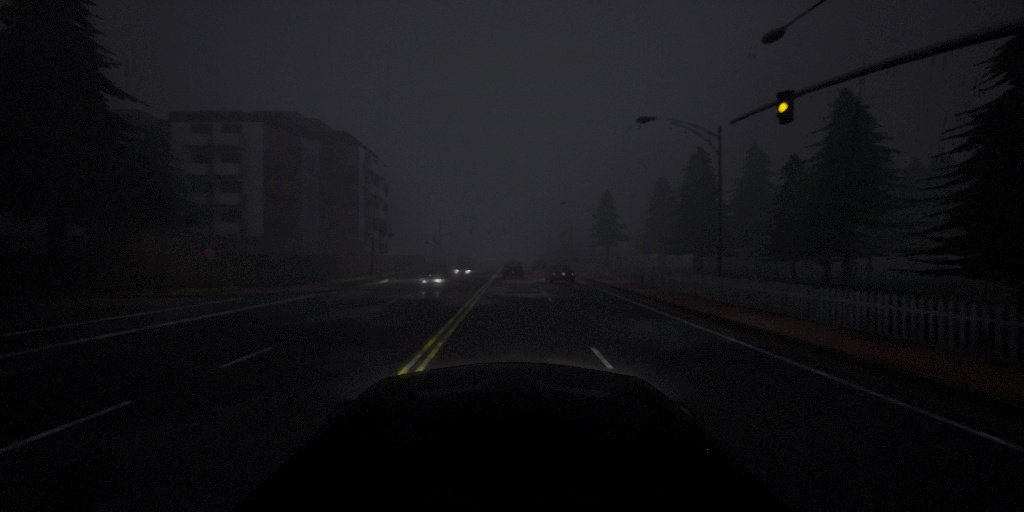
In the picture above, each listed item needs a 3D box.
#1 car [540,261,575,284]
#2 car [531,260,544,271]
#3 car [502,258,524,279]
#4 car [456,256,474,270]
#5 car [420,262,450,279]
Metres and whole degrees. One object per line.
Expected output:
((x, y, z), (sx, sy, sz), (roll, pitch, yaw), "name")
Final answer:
((3.573, 1.295, 27.266), (2.033, 1.411, 5.357), (0, 0, 0), "car")
((3.591, 1.235, 48.035), (2.128, 1.511, 4.902), (0, 0, 0), "car")
((0.090, 1.228, 32.064), (1.882, 1.535, 5.008), (0, 0, 0), "car")
((-6.993, 0.968, 53.587), (2.150, 2.045, 5.566), (0, 0, 0), "car")
((-7.065, 1.304, 33.652), (2.033, 1.411, 5.357), (0, 0, 0), "car")
